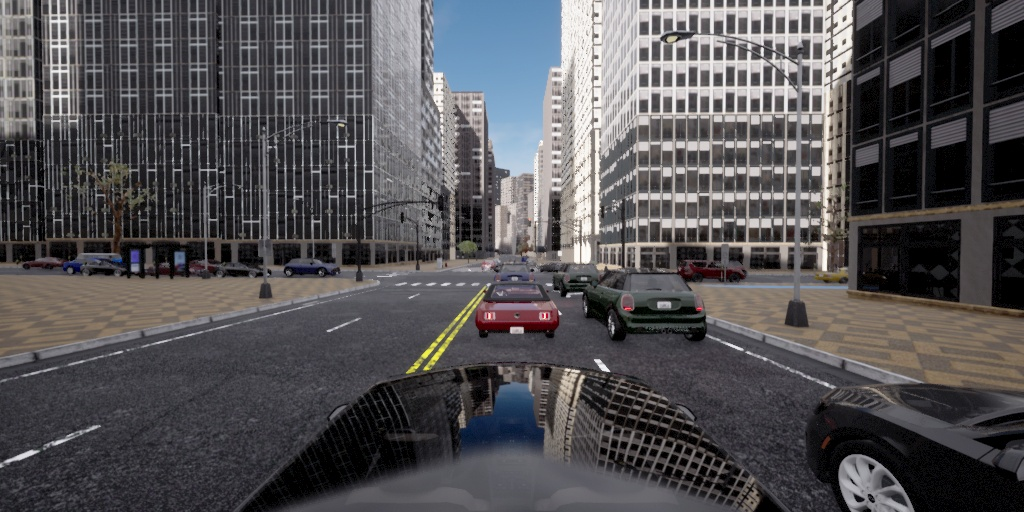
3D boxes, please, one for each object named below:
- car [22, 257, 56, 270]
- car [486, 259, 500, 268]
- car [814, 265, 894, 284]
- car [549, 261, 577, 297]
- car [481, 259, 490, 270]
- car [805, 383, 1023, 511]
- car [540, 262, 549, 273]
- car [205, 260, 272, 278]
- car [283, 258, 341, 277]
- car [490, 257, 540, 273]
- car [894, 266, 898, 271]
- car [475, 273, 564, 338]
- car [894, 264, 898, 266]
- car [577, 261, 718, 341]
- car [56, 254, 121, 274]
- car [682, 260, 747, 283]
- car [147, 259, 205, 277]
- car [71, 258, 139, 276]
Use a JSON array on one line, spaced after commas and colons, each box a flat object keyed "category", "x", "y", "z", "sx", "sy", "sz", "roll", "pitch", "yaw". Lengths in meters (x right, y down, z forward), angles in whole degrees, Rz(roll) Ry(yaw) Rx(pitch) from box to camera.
[{"category": "car", "x": -50.902, "y": 0.788, "z": 39.335, "sx": 4.207, "sy": 1.307, "sz": 1.802, "roll": 0, "pitch": 0, "yaw": 1}, {"category": "car", "x": -3.218, "y": 1.242, "z": 60.260, "sx": 2.033, "sy": 1.411, "sz": 5.357, "roll": 0, "pitch": 0, "yaw": 0}, {"category": "car", "x": 27.691, "y": 1.574, "z": 29.381, "sx": 4.829, "sy": 1.417, "sz": 1.751, "roll": 0, "pitch": 0, "yaw": 1}, {"category": "car", "x": 3.379, "y": 1.090, "z": 18.945, "sx": 2.097, "sy": 1.767, "sz": 4.553, "roll": 0, "pitch": 0, "yaw": 0}, {"category": "car", "x": -3.241, "y": 1.233, "z": 50.572, "sx": 1.812, "sy": 1.442, "sz": 4.674, "roll": 0, "pitch": 0, "yaw": 0}, {"category": "car", "x": 3.341, "y": 1.255, "z": 0.953, "sx": 1.837, "sy": 1.490, "sz": 4.892, "roll": 0, "pitch": 0, "yaw": 0}, {"category": "car", "x": 4.690, "y": 1.263, "z": 39.732, "sx": 1.994, "sy": 1.385, "sz": 4.181, "roll": 0, "pitch": 1, "yaw": -33}, {"category": "car", "x": -22.681, "y": 1.169, "z": 30.199, "sx": 4.313, "sy": 1.339, "sz": 1.948, "roll": 0, "pitch": 0, "yaw": 1}, {"category": "car", "x": -18.178, "y": 0.953, "z": 32.770, "sx": 4.553, "sy": 1.767, "sz": 2.097, "roll": 1, "pitch": 1, "yaw": 2}, {"category": "car", "x": 0.130, "y": 1.090, "z": 19.097, "sx": 2.097, "sy": 1.767, "sz": 4.553, "roll": 0, "pitch": 0, "yaw": 0}, {"category": "car", "x": 33.160, "y": 1.680, "z": 29.277, "sx": 4.207, "sy": 1.307, "sz": 1.802, "roll": 0, "pitch": 0, "yaw": 1}, {"category": "car", "x": 0.112, "y": 1.345, "z": 10.104, "sx": 1.895, "sy": 1.301, "sz": 4.718, "roll": 0, "pitch": 0, "yaw": 0}, {"category": "car", "x": 38.053, "y": 1.550, "z": 34.947, "sx": 4.892, "sy": 1.490, "sz": 1.837, "roll": 1, "pitch": 1, "yaw": 1}, {"category": "car", "x": 3.355, "y": 1.097, "z": 10.008, "sx": 2.097, "sy": 1.767, "sz": 4.553, "roll": 0, "pitch": 0, "yaw": 0}, {"category": "car", "x": -38.432, "y": 0.894, "z": 33.260, "sx": 5.008, "sy": 1.535, "sz": 1.882, "roll": 1, "pitch": 1, "yaw": 2}, {"category": "car", "x": 16.243, "y": 1.265, "z": 29.599, "sx": 5.009, "sy": 1.841, "sz": 2.192, "roll": 0, "pitch": 0, "yaw": 1}, {"category": "car", "x": -28.365, "y": 1.134, "z": 30.343, "sx": 4.207, "sy": 1.307, "sz": 1.802, "roll": 0, "pitch": 0, "yaw": 1}, {"category": "car", "x": -34.045, "y": 1.065, "z": 30.527, "sx": 4.313, "sy": 1.339, "sz": 1.948, "roll": 0, "pitch": 0, "yaw": 1}]
